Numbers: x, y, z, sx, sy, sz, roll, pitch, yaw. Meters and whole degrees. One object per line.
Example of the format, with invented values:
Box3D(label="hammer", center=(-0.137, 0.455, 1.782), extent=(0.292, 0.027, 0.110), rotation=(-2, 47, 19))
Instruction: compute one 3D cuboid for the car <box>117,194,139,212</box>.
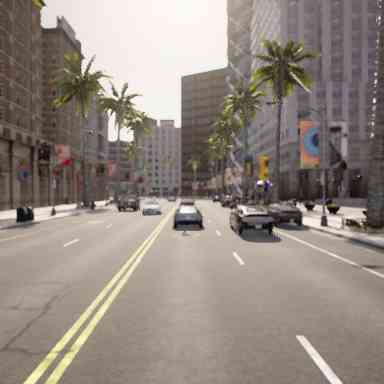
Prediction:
Box3D(label="car", center=(-7.752, 1.325, 41.330), extent=(2.150, 2.045, 5.566), rotation=(0, 0, -1))

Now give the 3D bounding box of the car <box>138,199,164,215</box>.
Box3D(label="car", center=(-4.154, 1.609, 35.010), extent=(1.812, 1.442, 4.674), rotation=(0, 0, -1))

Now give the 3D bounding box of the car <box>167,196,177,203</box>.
Box3D(label="car", center=(-4.499, 1.694, 75.789), extent=(1.812, 1.442, 4.674), rotation=(0, 0, 0))

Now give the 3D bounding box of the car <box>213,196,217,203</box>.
Box3D(label="car", center=(5.699, 1.663, 74.557), extent=(2.161, 1.482, 4.786), rotation=(0, 0, -1))

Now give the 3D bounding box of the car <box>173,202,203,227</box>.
Box3D(label="car", center=(-0.271, 1.614, 23.212), extent=(1.994, 1.385, 4.181), rotation=(0, 0, -1))

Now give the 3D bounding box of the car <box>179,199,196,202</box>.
Box3D(label="car", center=(-0.557, 1.567, 41.034), extent=(1.882, 1.535, 5.008), rotation=(0, 0, -1))

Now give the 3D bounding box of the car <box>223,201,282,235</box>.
Box3D(label="car", center=(3.298, 1.527, 19.097), extent=(2.128, 1.511, 4.902), rotation=(0, 0, -1))

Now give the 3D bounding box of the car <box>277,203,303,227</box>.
Box3D(label="car", center=(6.223, 1.519, 23.255), extent=(2.231, 1.521, 4.892), rotation=(0, 0, -1))

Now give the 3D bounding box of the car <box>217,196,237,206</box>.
Box3D(label="car", center=(5.751, 1.457, 52.626), extent=(2.185, 1.767, 4.553), rotation=(0, 0, -1))
